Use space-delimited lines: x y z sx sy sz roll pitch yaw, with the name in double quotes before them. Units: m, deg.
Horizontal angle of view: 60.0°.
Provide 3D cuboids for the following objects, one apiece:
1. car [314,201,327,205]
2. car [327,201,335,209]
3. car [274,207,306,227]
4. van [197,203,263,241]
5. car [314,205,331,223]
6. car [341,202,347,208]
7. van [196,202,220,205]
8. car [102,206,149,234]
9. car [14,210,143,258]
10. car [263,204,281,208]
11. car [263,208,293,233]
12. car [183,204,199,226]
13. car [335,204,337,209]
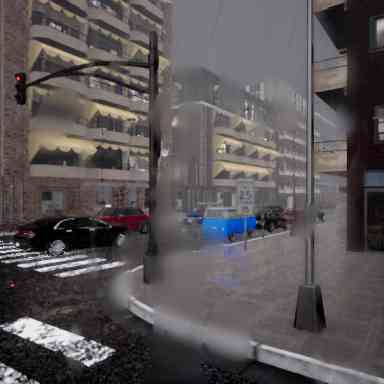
"car" 24.159 2.889 64.299 1.802 1.307 4.206 -1 -2 35
"car" 27.369 2.729 68.819 2.192 1.841 5.009 -1 -2 35
"car" 8.513 2.158 27.907 1.802 1.307 4.206 -1 -2 35
"van" 2.229 1.704 18.787 1.690 1.788 3.998 -1 -2 35
"car" 11.725 2.233 32.422 2.008 1.369 4.403 -1 -2 35
"car" 40.118 3.376 86.733 1.752 1.417 4.829 -1 -2 35
"van" 1.681 1.903 32.709 1.690 1.788 3.998 -1 -2 35
"car" -4.549 1.639 19.411 2.097 1.767 4.553 0 -1 35
"car" -4.701 1.709 13.919 1.837 1.490 4.892 2 0 42
"car" 9.165 2.245 38.710 1.837 1.490 4.892 0 0 35
"car" 5.303 2.035 23.394 1.947 1.339 4.313 -1 -2 35
"car" 1.204 2.005 27.535 1.812 1.442 4.674 0 -1 35
"car" 30.581 3.064 73.327 1.887 1.381 4.507 -1 -2 35
